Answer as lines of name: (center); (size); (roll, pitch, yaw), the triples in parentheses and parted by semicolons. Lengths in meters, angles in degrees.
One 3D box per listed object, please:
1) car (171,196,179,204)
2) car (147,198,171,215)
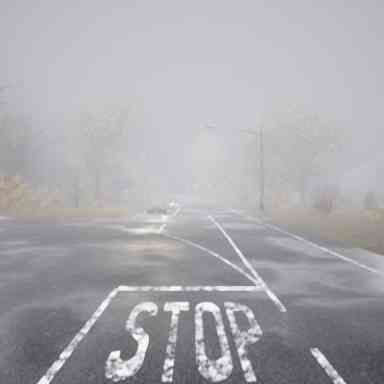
car: (-3.882, 1.708, 71.286); (2.128, 1.511, 4.902); (0, 0, -1)
car: (-3.565, 1.610, 34.808); (1.812, 1.442, 4.674); (0, 0, 0)
